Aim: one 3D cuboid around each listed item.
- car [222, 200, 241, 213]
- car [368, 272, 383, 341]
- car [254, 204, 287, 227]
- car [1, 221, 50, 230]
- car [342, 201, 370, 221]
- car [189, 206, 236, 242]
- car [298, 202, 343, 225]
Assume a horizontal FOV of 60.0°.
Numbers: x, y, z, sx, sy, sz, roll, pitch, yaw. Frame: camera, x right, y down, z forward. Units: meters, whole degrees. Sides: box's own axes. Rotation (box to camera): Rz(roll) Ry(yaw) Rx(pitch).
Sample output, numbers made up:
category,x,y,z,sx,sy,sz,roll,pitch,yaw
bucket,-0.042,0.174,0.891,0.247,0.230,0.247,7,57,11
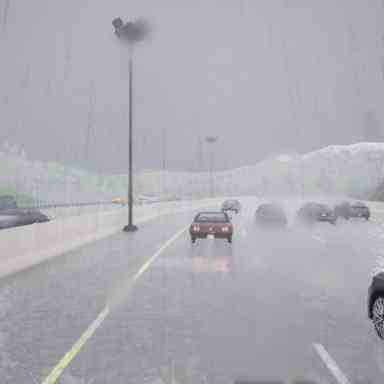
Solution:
category,x,y,z,sx,sy,sz,roll,pitch,yaw
car,4.407,1.558,37.212,2.033,1.411,5.357,0,0,13
car,3.728,1.500,3.466,2.128,1.511,4.902,0,0,1
car,5.333,1.560,22.909,2.033,1.411,5.357,0,0,8
car,-9.525,1.544,17.940,1.994,1.385,4.181,0,0,6
car,13.240,1.521,27.807,2.128,1.511,4.902,0,0,10
car,1.027,1.604,16.360,1.895,1.301,4.718,0,0,6
car,9.104,1.568,24.499,2.033,1.411,5.357,0,0,9
